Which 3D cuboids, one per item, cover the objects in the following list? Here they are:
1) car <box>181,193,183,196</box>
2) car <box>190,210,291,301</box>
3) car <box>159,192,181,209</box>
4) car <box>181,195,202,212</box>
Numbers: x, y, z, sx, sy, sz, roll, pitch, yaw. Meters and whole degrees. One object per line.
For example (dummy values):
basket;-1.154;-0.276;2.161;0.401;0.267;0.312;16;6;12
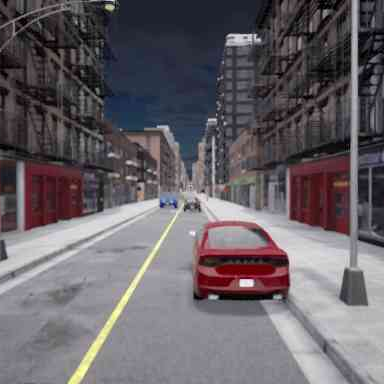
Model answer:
car;-2.811;0.996;80.992;2.097;1.767;4.553;0;0;0
car;0.957;1.433;8.312;1.882;1.535;5.008;0;0;0
car;-2.879;1.026;41.874;2.150;2.045;5.566;0;0;0
car;0.044;1.352;35.781;1.812;1.442;4.674;0;0;0
